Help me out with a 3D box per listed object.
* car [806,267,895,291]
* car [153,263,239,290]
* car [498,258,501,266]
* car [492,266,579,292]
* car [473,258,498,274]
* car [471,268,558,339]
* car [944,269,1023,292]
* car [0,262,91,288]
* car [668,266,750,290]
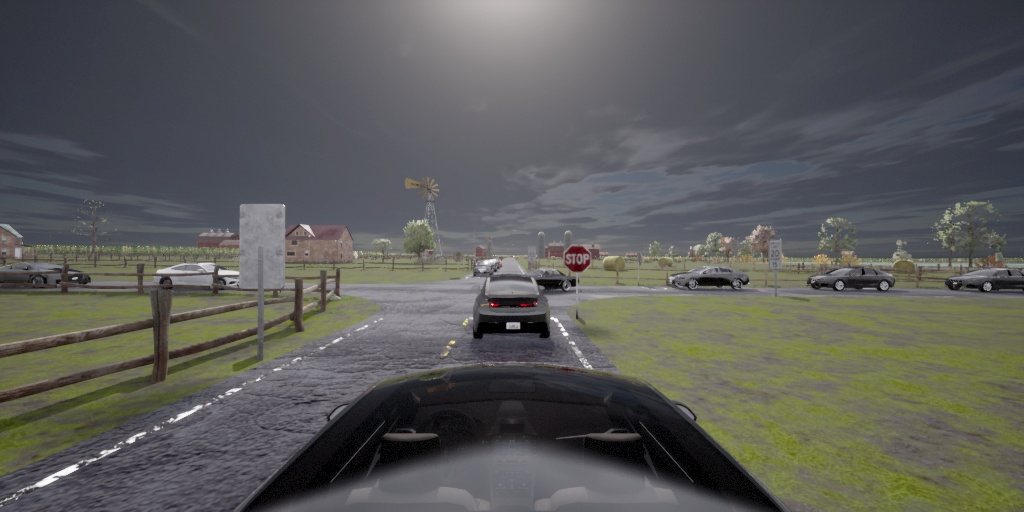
[{"bbox_3d":[22.190,1.499,23.595,4.892,1.490,1.837,1,-1,-1],"label":"car"},{"bbox_3d":[-17.252,1.104,20.088,4.674,1.442,1.812,1,-1,-1],"label":"car"},{"bbox_3d":[-2.872,1.241,46.270,2.128,1.511,4.902,0,0,0],"label":"car"},{"bbox_3d":[1.491,1.369,20.186,4.718,1.301,1.895,1,0,-35],"label":"car"},{"bbox_3d":[-2.875,1.243,36.825,2.128,1.511,4.902,0,0,0],"label":"car"},{"bbox_3d":[-0.078,1.256,10.139,1.837,1.490,4.892,0,0,-2],"label":"car"},{"bbox_3d":[31.692,1.587,23.720,4.892,1.490,1.837,1,-1,-1],"label":"car"},{"bbox_3d":[-26.372,1.048,19.962,4.181,1.385,1.994,1,-1,-1],"label":"car"},{"bbox_3d":[12.788,1.396,23.419,4.902,1.511,2.128,1,-1,-2],"label":"car"}]
